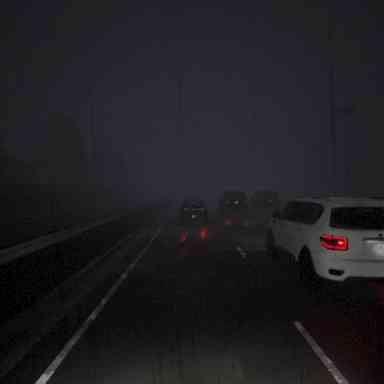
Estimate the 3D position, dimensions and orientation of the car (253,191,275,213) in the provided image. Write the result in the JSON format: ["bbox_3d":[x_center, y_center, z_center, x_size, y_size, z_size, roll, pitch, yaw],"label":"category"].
[{"bbox_3d":[7.108,0.900,32.954,2.150,2.045,5.566,0,1,0],"label":"car"}]

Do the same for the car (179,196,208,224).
[{"bbox_3d":[0.106,1.268,22.875,2.128,1.511,4.902,0,1,0],"label":"car"}]

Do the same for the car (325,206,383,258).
[{"bbox_3d":[7.104,1.396,13.191,1.812,1.442,4.674,0,1,0],"label":"car"}]

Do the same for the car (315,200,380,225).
[{"bbox_3d":[10.606,1.320,23.255,2.033,1.411,5.357,0,1,0],"label":"car"}]

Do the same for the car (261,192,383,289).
[{"bbox_3d":[3.603,1.132,9.039,2.150,2.045,5.566,0,1,0],"label":"car"}]

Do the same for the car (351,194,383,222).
[{"bbox_3d":[14.106,1.108,24.952,2.097,1.767,4.553,0,1,0],"label":"car"}]

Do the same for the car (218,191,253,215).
[{"bbox_3d":[3.595,0.933,29.596,2.150,2.045,5.566,0,1,0],"label":"car"}]

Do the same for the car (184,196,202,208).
[{"bbox_3d":[0.110,1.169,40.592,1.994,1.385,4.181,0,1,0],"label":"car"}]
